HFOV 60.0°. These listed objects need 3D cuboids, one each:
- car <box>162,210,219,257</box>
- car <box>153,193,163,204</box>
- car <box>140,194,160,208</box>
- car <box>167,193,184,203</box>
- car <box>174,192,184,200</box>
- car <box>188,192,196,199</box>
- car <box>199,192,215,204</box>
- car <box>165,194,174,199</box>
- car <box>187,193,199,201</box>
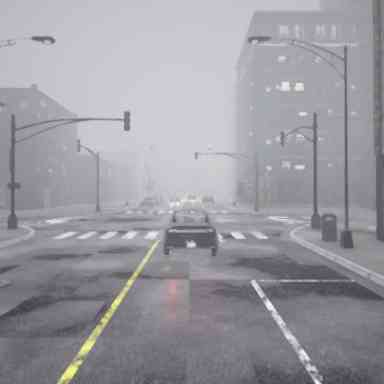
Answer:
[{"bbox_3d":[-0.118,1.415,12.704,2.128,1.511,4.902,0,0,-2],"label":"car"},{"bbox_3d":[-5.671,1.244,49.490,1.887,1.381,4.507,1,0,0],"label":"car"},{"bbox_3d":[-5.748,1.279,43.808,1.887,1.381,4.507,1,0,0],"label":"car"},{"bbox_3d":[-3.040,1.126,60.217,2.128,1.511,4.902,0,0,1],"label":"car"},{"bbox_3d":[-2.993,0.877,75.904,2.097,1.767,4.553,0,0,0],"label":"car"},{"bbox_3d":[0.008,0.861,81.902,1.812,1.442,4.674,0,0,0],"label":"car"},{"bbox_3d":[2.711,1.105,55.236,1.967,1.590,4.097,1,0,0],"label":"car"},{"bbox_3d":[-5.669,1.076,83.610,1.802,1.307,4.206,1,0,0],"label":"car"},{"bbox_3d":[0.007,1.036,71.477,1.882,1.535,5.008,0,0,0],"label":"car"}]
